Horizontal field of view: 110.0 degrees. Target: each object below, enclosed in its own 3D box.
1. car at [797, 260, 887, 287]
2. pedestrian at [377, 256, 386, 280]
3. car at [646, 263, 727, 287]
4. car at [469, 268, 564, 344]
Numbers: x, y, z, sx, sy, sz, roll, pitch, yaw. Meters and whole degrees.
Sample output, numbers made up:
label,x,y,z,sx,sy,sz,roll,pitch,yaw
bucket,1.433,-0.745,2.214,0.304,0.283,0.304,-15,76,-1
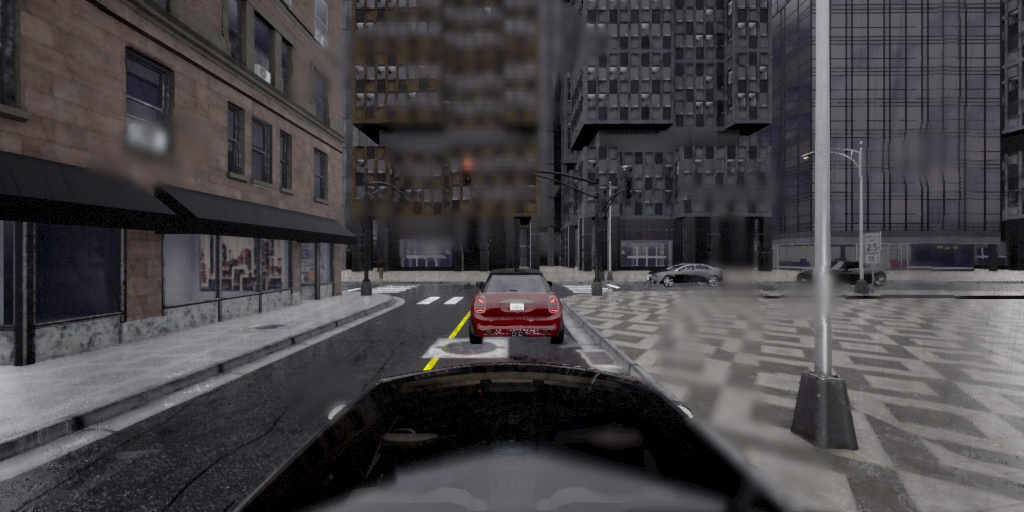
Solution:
label,x,y,z,sx,sy,sz,roll,pitch,yaw
car,21.522,1.070,23.548,4.553,1.767,2.097,0,0,1
pedestrian,-9.832,0.903,26.936,0.375,1.860,0.375,0,0,1
car,11.427,1.223,23.658,4.902,1.511,2.128,0,0,0
car,0.071,1.102,9.751,2.097,1.767,4.553,0,0,-1
